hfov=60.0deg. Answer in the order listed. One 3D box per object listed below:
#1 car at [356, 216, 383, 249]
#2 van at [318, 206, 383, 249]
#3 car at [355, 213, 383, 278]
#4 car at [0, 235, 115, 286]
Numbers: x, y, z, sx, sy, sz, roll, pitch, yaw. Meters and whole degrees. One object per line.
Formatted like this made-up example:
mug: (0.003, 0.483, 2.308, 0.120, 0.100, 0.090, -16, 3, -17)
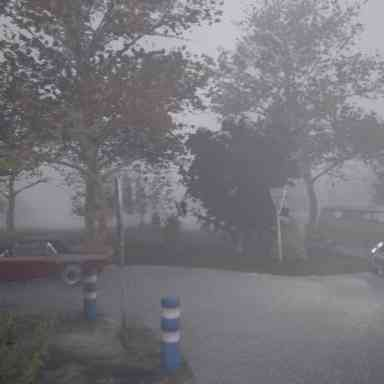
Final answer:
car: (9.945, 1.903, 14.950, 2.002, 1.452, 4.674, 1, -2, -16)
van: (7.407, 1.598, 14.112, 1.878, 1.987, 4.442, 1, -1, -16)
car: (7.184, 1.547, 9.027, 4.553, 1.767, 2.097, 1, -2, -16)
car: (-4.814, 2.011, 9.993, 4.718, 1.301, 1.895, -1, -1, -7)
